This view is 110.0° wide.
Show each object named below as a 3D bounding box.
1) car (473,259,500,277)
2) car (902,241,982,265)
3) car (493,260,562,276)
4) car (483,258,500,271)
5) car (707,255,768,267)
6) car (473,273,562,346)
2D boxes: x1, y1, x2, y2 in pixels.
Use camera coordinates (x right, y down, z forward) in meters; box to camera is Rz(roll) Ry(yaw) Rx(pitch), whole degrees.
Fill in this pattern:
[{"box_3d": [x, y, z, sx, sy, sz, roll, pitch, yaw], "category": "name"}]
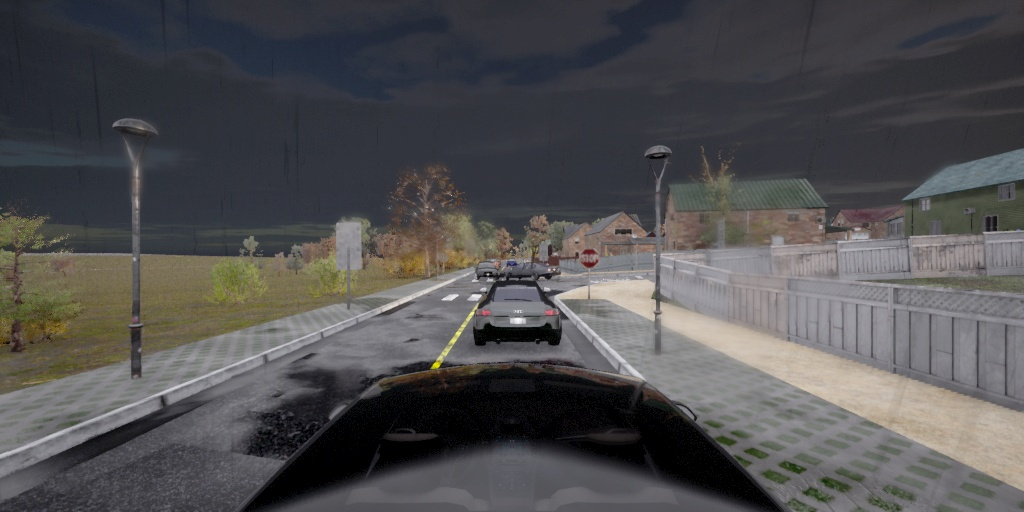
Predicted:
[{"box_3d": [-2.273, 1.258, 31.363, 1.837, 1.490, 4.892, 0, 0, -8], "category": "car"}, {"box_3d": [23.874, -0.208, 20.426, 4.902, 1.511, 2.128, -3, 0, 14], "category": "car"}, {"box_3d": [1.316, 1.198, 28.455, 5.357, 1.411, 2.033, -4, -3, 43], "category": "car"}, {"box_3d": [-2.885, 1.121, 51.181, 2.097, 1.767, 4.553, 0, 0, 1], "category": "car"}, {"box_3d": [14.371, 0.413, 22.841, 4.181, 1.385, 1.994, -3, 0, 16], "category": "car"}, {"box_3d": [0.096, 1.313, 9.439, 1.994, 1.385, 4.181, 0, 0, -1], "category": "car"}]
